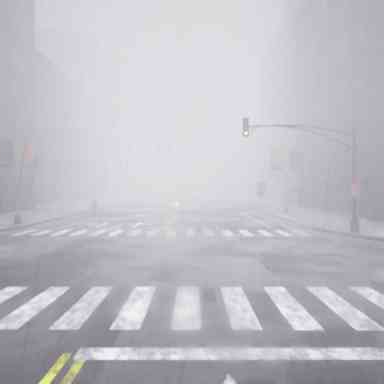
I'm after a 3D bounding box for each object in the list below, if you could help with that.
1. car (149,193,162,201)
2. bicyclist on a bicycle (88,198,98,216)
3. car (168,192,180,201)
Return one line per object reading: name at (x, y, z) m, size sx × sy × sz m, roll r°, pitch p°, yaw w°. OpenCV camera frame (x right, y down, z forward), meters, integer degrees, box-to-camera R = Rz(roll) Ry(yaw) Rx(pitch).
car at (-6.493, 0.886, 60.563) m, size 1.812 × 1.442 × 4.674 m, roll 0°, pitch 1°, yaw 0°
bicyclist on a bicycle at (-8.727, 1.311, 29.475) m, size 0.866 × 1.612 × 1.509 m, roll 0°, pitch 1°, yaw 0°
car at (-3.243, 0.851, 60.563) m, size 2.128 × 1.511 × 4.902 m, roll 0°, pitch 1°, yaw 0°
